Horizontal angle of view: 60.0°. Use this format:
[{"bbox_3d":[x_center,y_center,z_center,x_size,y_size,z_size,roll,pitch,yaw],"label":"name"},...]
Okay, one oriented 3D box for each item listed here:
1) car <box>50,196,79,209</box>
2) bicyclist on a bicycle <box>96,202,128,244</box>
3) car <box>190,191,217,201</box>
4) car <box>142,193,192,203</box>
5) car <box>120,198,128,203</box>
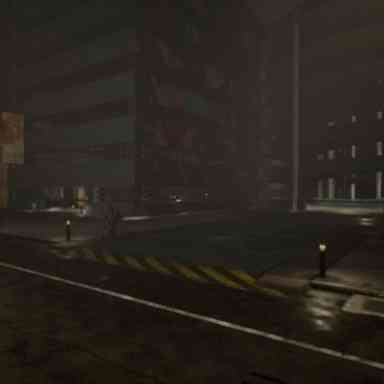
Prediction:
[{"bbox_3d":[-15.052,1.171,38.156,4.786,1.482,2.161,0,0,35],"label":"car"},{"bbox_3d":[-3.200,1.228,13.460,0.582,1.620,1.656,0,1,35],"label":"bicyclist on a bicycle"},{"bbox_3d":[1.949,0.781,62.997,5.566,2.045,2.435,0,0,35],"label":"car"},{"bbox_3d":[-2.709,1.163,34.495,4.674,1.452,2.002,0,0,35],"label":"car"},{"bbox_3d":[-8.030,1.223,47.399,4.718,1.301,1.895,0,0,35],"label":"car"}]
